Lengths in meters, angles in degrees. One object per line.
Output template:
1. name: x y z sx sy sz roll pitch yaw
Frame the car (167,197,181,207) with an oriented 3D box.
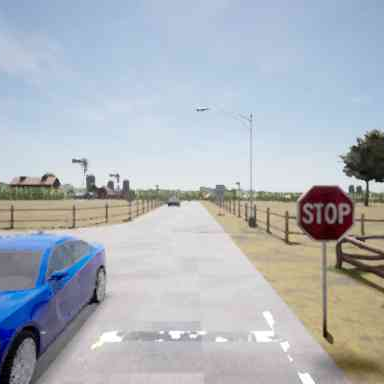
1. car: -2.808 1.530 51.980 1.882 1.535 5.008 0 0 0

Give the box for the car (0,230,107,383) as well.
1. car: -2.756 1.471 5.241 1.882 1.535 5.008 0 0 0
